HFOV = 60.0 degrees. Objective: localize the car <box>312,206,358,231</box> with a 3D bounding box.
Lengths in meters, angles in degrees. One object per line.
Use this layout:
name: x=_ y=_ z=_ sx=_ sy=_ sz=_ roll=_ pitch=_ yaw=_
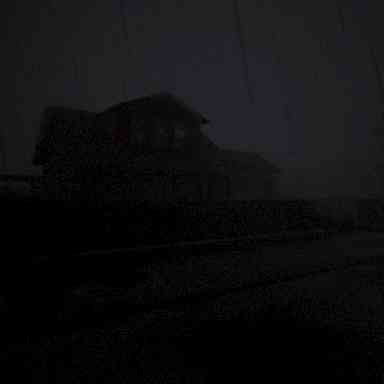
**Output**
car: x=7.256 y=1.553 z=20.574 sx=2.033 sy=1.415 sz=5.357 roll=1 pitch=0 yaw=-33
